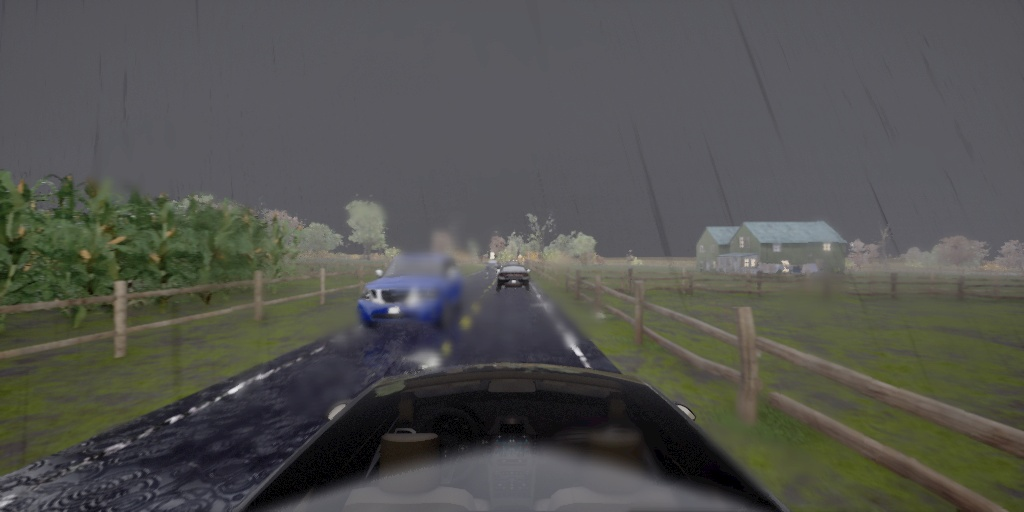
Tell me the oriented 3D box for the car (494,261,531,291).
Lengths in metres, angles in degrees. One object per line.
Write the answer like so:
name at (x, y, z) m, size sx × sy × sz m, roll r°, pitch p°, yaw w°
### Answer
car at (0.101, 1.232, 21.763) m, size 1.882 × 1.535 × 5.008 m, roll 0°, pitch 0°, yaw 0°

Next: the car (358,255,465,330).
car at (-2.851, 0.972, 11.479) m, size 2.150 × 2.045 × 5.566 m, roll 0°, pitch 0°, yaw 0°

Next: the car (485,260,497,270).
car at (-2.819, 1.307, 52.683) m, size 1.812 × 1.442 × 4.674 m, roll 0°, pitch 0°, yaw 0°
